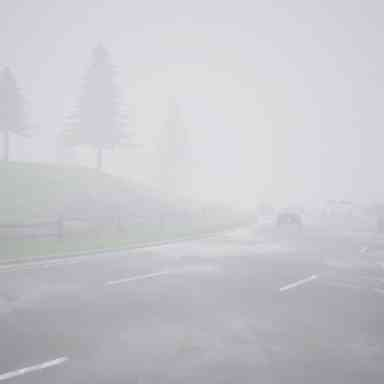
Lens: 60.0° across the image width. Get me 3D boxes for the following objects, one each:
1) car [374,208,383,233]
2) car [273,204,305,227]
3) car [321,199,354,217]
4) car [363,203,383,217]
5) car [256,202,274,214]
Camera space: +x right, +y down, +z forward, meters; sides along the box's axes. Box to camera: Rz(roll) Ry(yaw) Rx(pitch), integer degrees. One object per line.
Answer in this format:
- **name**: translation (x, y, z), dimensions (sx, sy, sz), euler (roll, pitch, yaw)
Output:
- **car**: translation (13.404, 1.956, 21.772), dimensions (1.895, 1.301, 4.718), euler (-1, -1, 23)
- **car**: translation (8.050, 2.002, 27.348), dimensions (1.812, 1.442, 4.674), euler (0, -1, 19)
- **car**: translation (17.200, 1.888, 39.433), dimensions (2.150, 2.045, 5.566), euler (0, -1, 3)
- **car**: translation (20.445, 1.945, 36.220), dimensions (2.097, 1.767, 4.553), euler (0, -1, 5)
- **car**: translation (10.554, 2.196, 47.975), dimensions (2.097, 1.767, 4.553), euler (0, -1, 3)
